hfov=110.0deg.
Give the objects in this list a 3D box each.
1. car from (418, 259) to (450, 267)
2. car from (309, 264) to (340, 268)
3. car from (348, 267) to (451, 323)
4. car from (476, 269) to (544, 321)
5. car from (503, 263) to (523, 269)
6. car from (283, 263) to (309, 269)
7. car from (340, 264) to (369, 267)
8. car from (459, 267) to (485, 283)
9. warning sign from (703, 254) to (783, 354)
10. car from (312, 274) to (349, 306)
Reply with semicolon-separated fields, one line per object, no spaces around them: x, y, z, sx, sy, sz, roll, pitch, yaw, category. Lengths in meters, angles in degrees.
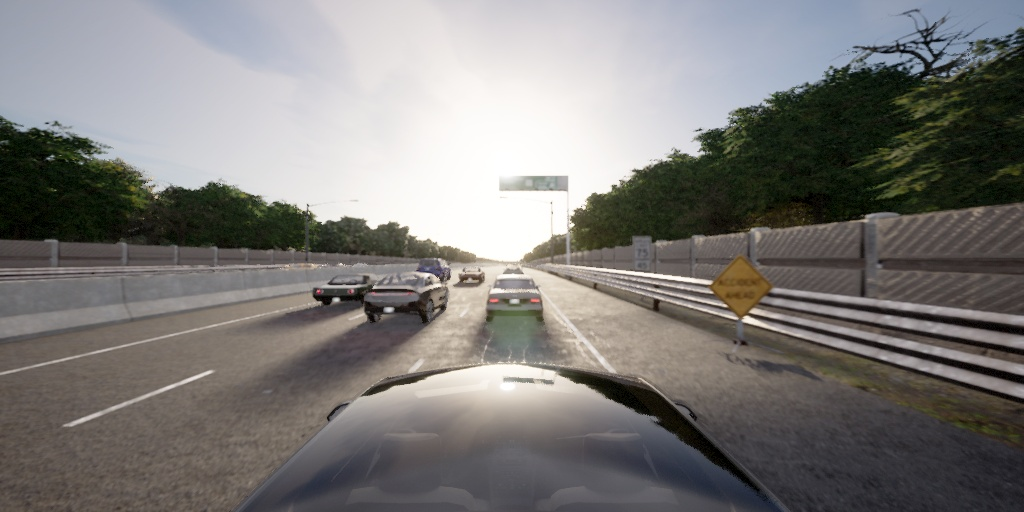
-6.906;1.251;32.133;2.150;2.045;5.566;0;-1;0;car
-21.090;1.645;42.037;2.128;1.511;4.902;0;-1;0;car
-3.419;1.307;12.417;2.128;1.511;4.902;0;0;0;car
0.084;1.364;12.772;2.033;1.411;5.357;0;0;0;car
0.093;1.612;33.603;1.994;1.385;4.181;0;-1;0;car
-24.589;1.624;41.457;1.882;1.535;5.008;0;-1;0;car
-17.592;1.672;41.510;1.812;1.442;4.674;0;-1;0;car
-3.408;1.622;31.486;1.895;1.301;4.718;0;-1;0;car
4.550;0.892;7.140;1.300;1.860;1.060;0;0;0;warning sign
-6.908;1.448;16.308;1.895;1.301;4.718;0;-1;0;car
